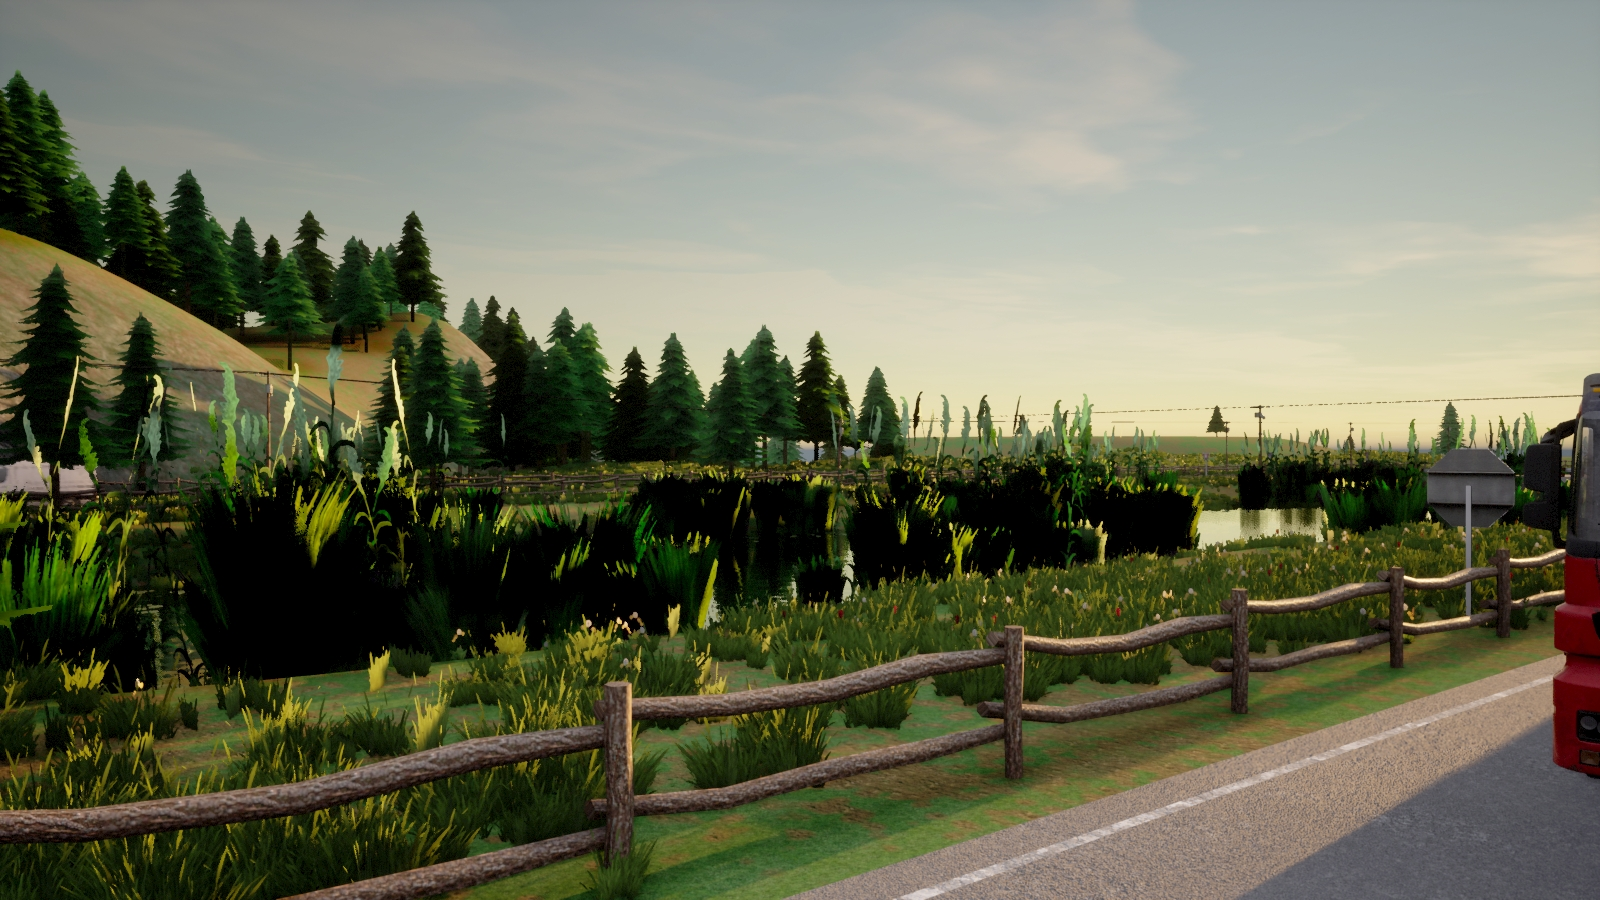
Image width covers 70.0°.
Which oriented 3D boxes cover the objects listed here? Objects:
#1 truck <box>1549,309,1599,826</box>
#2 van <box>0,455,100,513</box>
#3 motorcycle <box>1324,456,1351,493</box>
[{"bbox_3d":[9.527,0.862,10.953,2.891,3.827,8.468,0,0,40],"label":"truck"},{"bbox_3d":[-35.585,1.534,52.102,1.988,2.561,5.915,0,0,42],"label":"van"},{"bbox_3d":[35.015,1.577,74.470,2.033,2.348,0.803,0,0,-39],"label":"motorcycle"}]
